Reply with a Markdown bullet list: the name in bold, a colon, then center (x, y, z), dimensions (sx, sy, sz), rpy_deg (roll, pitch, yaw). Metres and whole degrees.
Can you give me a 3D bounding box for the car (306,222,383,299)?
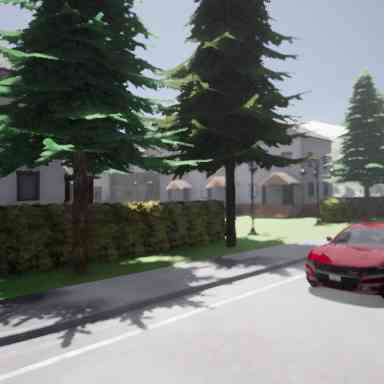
- **car**: center (4.869, 1.574, 8.831), dimensions (5.008, 1.535, 1.882), rpy_deg (0, -1, -43)
